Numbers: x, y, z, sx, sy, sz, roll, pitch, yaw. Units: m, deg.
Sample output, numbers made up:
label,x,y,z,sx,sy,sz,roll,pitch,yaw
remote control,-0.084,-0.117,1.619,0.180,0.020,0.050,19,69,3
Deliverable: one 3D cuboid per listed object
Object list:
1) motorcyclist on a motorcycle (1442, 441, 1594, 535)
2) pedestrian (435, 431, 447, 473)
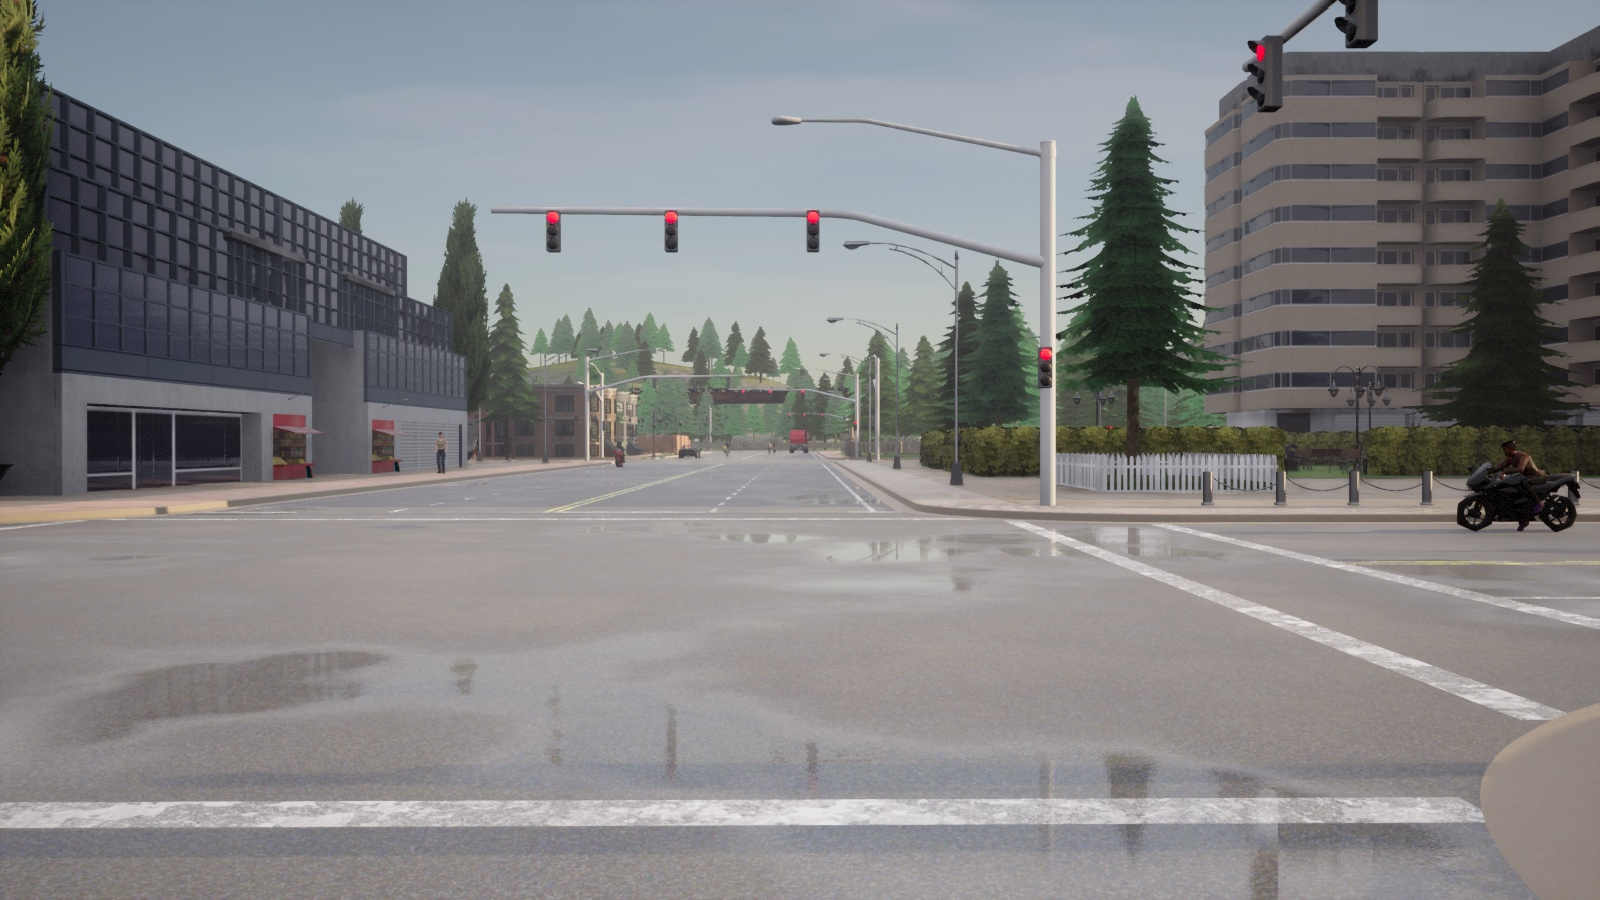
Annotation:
label,x,y,z,sx,sy,sz,roll,pitch,yaw
motorcyclist on a motorcycle,11.870,0.621,20.800,2.044,1.523,0.797,0,0,0
pedestrian,-15.562,0.085,54.403,0.345,1.836,0.594,0,0,0
